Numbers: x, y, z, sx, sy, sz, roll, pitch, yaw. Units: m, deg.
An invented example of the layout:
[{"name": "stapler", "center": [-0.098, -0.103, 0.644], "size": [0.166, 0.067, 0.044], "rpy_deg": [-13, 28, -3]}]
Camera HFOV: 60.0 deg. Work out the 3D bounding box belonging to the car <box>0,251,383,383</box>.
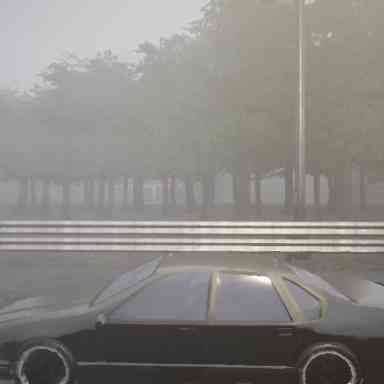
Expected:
[{"name": "car", "center": [0.107, 1.546, 4.350], "size": [5.357, 1.411, 2.033], "rpy_deg": [0, 0, 2]}]
